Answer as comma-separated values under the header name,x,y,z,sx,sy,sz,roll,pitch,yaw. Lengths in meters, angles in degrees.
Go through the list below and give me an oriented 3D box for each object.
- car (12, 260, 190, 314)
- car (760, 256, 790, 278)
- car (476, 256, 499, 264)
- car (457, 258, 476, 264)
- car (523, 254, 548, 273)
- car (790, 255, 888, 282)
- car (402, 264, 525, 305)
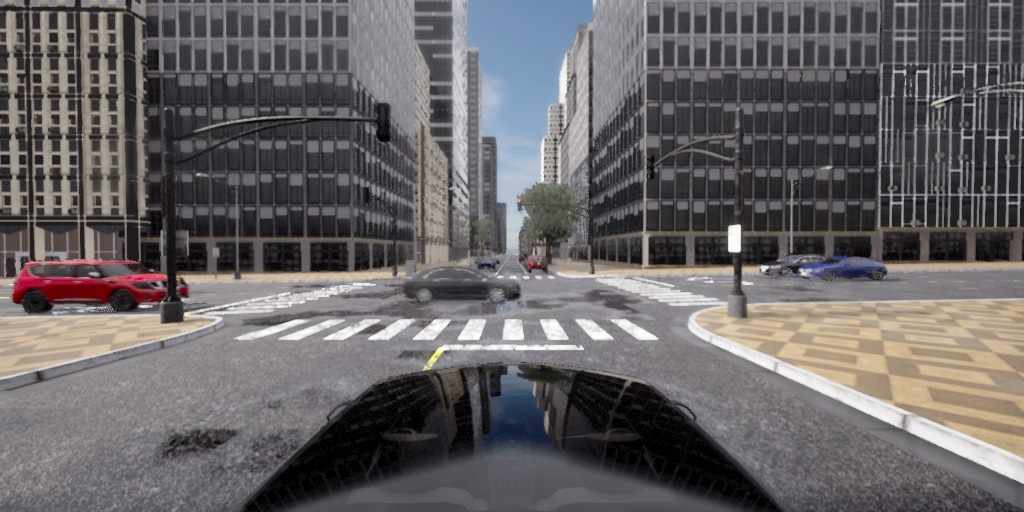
name,x,y,z,sx,sy,sz,roll,pitch,yaw
car,-16.700,1.186,14.726,5.566,2.045,2.150,-1,1,-1
car,20.140,0.698,25.222,4.902,1.511,2.128,-1,1,-1
car,-3.123,0.801,45.231,2.097,1.767,4.553,0,0,0
car,-5.731,0.988,43.239,1.751,1.417,4.829,0,0,0
car,2.653,0.816,37.776,2.192,1.841,5.009,0,0,0
car,20.214,0.783,21.973,4.674,1.442,1.812,-1,1,-1
car,-2.062,1.211,14.982,4.892,1.490,1.837,0,0,-1
